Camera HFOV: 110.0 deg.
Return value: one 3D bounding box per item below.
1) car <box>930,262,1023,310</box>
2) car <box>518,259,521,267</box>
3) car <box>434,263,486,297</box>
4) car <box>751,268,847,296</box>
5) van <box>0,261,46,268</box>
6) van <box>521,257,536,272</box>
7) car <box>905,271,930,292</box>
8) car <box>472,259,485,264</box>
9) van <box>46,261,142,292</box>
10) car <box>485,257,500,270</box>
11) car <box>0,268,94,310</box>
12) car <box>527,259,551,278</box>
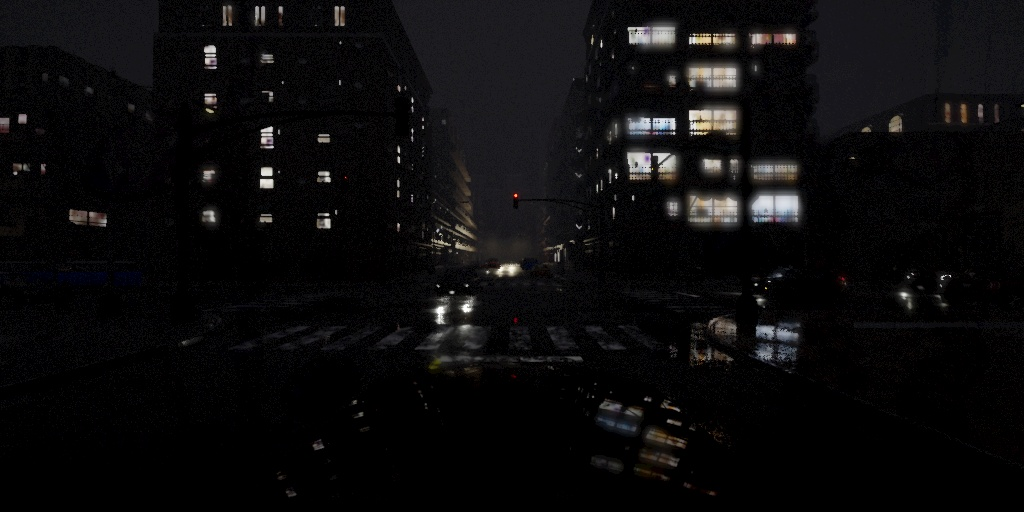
[{"bbox_3d":[18.663,1.103,13.157,4.097,1.591,1.967,0,0,1],"label":"car"},{"bbox_3d":[2.450,1.100,53.071,2.192,1.841,5.009,0,0,0],"label":"car"},{"bbox_3d":[-2.791,1.304,19.344,2.033,1.411,5.357,0,0,0],"label":"car"},{"bbox_3d":[14.688,1.304,18.634,4.181,1.385,1.994,0,-1,1],"label":"car"},{"bbox_3d":[-30.447,1.201,21.691,3.998,1.789,1.690,0,0,1],"label":"van"},{"bbox_3d":[2.495,1.119,47.418,1.690,1.789,3.998,0,0,0],"label":"van"},{"bbox_3d":[23.387,1.074,18.520,4.553,1.767,2.097,0,-1,1],"label":"car"},{"bbox_3d":[-5.431,1.367,52.995,1.802,1.307,4.207,0,0,0],"label":"car"},{"bbox_3d":[-24.853,1.191,21.617,3.998,1.789,1.690,0,0,1],"label":"van"},{"bbox_3d":[-2.869,1.114,54.256,2.097,1.767,4.553,0,0,0],"label":"car"},{"bbox_3d":[-19.364,1.290,13.663,4.403,1.370,2.007,0,0,1],"label":"car"},{"bbox_3d":[2.623,1.290,33.585,1.751,1.417,4.829,0,0,0],"label":"car"}]
